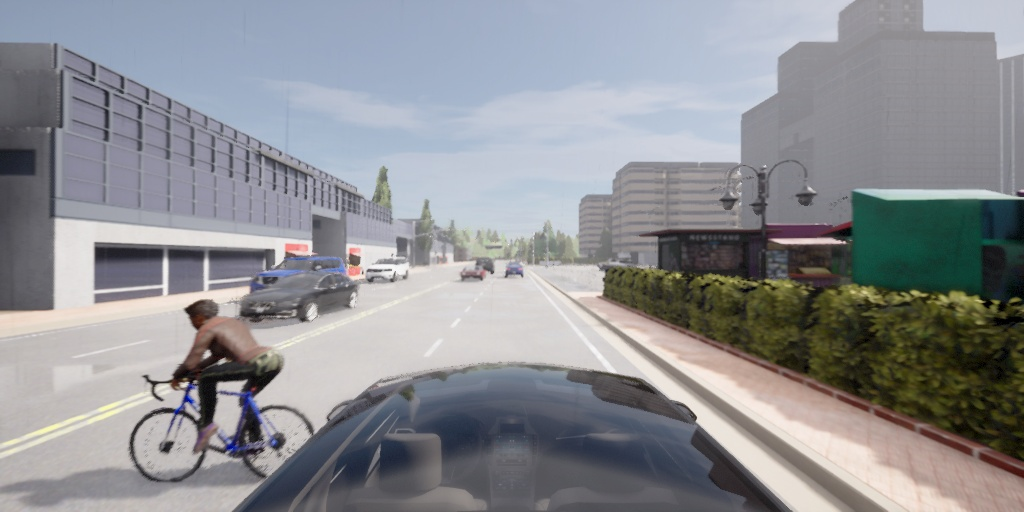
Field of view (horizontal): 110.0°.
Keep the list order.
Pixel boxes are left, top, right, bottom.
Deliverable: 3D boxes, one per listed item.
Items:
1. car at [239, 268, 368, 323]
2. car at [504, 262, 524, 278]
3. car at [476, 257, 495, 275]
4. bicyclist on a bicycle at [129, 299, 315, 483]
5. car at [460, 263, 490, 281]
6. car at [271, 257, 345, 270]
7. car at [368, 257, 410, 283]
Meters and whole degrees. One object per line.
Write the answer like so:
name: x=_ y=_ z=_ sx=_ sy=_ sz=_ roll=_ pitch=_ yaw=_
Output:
car: x=-7.031 y=1.309 z=12.479 sx=1.837 sy=1.490 sz=4.892 roll=0 pitch=-1 yaw=1
car: x=0.239 y=1.457 z=37.253 sx=1.812 sy=1.442 sz=4.674 roll=0 pitch=0 yaw=1
car: x=-3.286 y=1.187 z=43.849 sx=2.150 sy=2.045 sz=5.566 roll=0 pitch=0 yaw=1
bicyclist on a bicycle: x=-2.580 y=1.210 z=3.187 sx=1.656 sy=1.620 sz=0.582 roll=-1 pitch=0 yaw=-1
car: x=-3.316 y=1.502 z=31.571 sx=1.895 sy=1.301 sz=4.718 roll=0 pitch=0 yaw=1
car: x=-10.461 y=1.056 z=18.190 sx=2.150 sy=2.045 sz=5.566 roll=0 pitch=-1 yaw=1
car: x=-10.408 y=1.115 z=30.497 sx=2.150 sy=2.045 sz=5.566 roll=0 pitch=0 yaw=1
